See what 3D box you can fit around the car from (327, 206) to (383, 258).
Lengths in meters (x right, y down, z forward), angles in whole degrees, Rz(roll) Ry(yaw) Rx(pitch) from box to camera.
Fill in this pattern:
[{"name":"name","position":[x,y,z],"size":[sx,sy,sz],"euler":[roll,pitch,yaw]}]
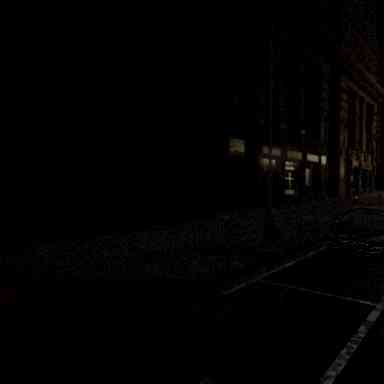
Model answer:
[{"name":"car","position":[5.853,1.161,10.961],"size":[2.008,1.369,4.403],"euler":[2,3,40]}]

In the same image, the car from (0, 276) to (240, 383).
[{"name":"car","position":[-1.384,1.459,2.356],"size":[1.887,1.381,4.507],"euler":[2,3,40]}]
